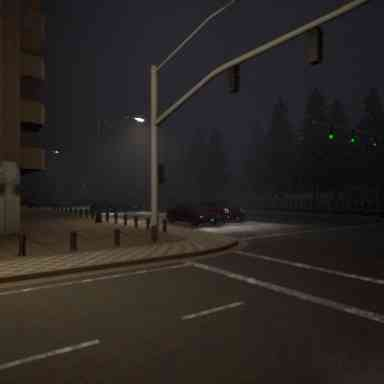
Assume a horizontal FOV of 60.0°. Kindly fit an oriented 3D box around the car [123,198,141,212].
[{"bbox_3d":[-7.897,1.533,40.509,2.128,1.511,4.902,0,0,-36],"label":"car"}]

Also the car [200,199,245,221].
[{"bbox_3d":[2.104,1.394,26.606,2.097,1.767,4.553,0,0,-36],"label":"car"}]

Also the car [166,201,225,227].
[{"bbox_3d":[-0.077,1.570,23.675,1.812,1.442,4.674,0,0,-37],"label":"car"}]

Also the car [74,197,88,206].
[{"bbox_3d":[-17.683,1.501,54.264,2.033,1.411,5.357,0,0,-36],"label":"car"}]

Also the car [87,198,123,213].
[{"bbox_3d":[-9.838,1.608,37.213,1.994,1.385,4.181,0,0,-36],"label":"car"}]

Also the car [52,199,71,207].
[{"bbox_3d":[-20.506,1.711,52.195,1.895,1.301,4.718,0,0,-36],"label":"car"}]
